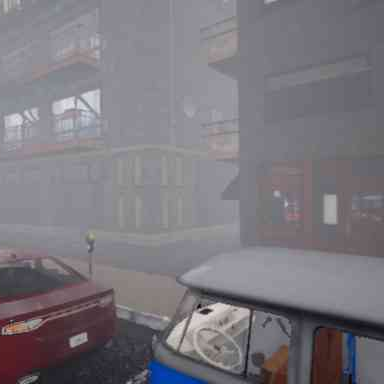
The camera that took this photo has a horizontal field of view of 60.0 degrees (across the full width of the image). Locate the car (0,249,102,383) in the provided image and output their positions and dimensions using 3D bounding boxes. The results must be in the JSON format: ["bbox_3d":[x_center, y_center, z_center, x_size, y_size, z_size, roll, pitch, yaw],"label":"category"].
[{"bbox_3d":[-3.111,1.558,5.101,4.507,1.381,1.887,0,-1,35],"label":"car"}]

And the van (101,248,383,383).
[{"bbox_3d":[1.510,1.341,1.813,3.998,1.788,1.690,0,-1,35],"label":"van"}]
